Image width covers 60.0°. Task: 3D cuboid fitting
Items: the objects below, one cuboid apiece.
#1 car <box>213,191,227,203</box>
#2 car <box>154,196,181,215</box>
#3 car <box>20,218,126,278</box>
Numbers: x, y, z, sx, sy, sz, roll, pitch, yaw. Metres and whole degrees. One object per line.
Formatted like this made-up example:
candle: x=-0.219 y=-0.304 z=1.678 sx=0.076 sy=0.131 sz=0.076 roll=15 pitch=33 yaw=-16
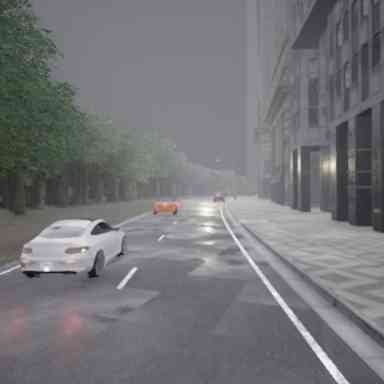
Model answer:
car: x=4.606 y=1.025 z=56.644 sx=1.812 sy=1.442 sz=4.674 roll=0 pitch=1 yaw=7
car: x=-2.280 y=1.189 z=31.849 sx=2.097 sy=1.767 sz=4.553 roll=0 pitch=1 yaw=4
car: x=-3.253 y=1.488 z=9.869 sx=1.812 sy=1.442 sz=4.674 roll=0 pitch=0 yaw=1
